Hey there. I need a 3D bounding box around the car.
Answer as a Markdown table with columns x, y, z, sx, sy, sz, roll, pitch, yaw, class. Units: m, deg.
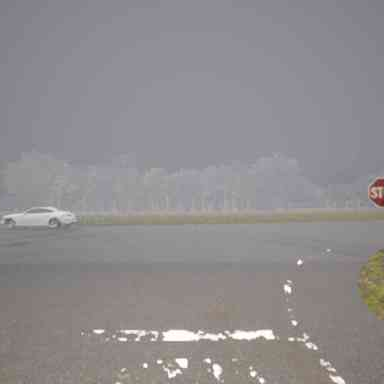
| x | y | z | sx | sy | sz | roll | pitch | yaw | class |
| --- | --- | --- | --- | --- | --- | --- | --- | --- | --- |
| -10.000 | 1.696 | 21.941 | 4.674 | 1.442 | 1.812 | 0 | -3 | 0 | car |
